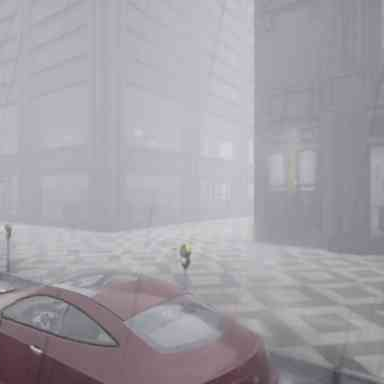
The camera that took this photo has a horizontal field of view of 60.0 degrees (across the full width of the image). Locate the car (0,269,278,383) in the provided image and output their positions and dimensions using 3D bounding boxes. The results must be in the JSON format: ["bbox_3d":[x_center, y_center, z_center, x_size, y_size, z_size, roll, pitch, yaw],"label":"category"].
[{"bbox_3d":[-1.157,1.577,3.790,4.206,1.307,1.802,0,0,36],"label":"car"}]
